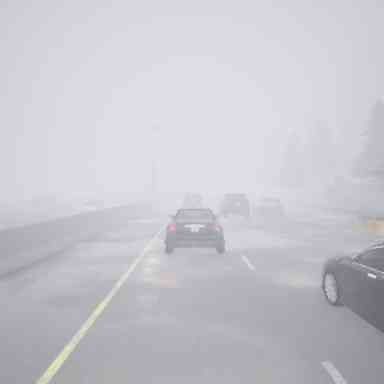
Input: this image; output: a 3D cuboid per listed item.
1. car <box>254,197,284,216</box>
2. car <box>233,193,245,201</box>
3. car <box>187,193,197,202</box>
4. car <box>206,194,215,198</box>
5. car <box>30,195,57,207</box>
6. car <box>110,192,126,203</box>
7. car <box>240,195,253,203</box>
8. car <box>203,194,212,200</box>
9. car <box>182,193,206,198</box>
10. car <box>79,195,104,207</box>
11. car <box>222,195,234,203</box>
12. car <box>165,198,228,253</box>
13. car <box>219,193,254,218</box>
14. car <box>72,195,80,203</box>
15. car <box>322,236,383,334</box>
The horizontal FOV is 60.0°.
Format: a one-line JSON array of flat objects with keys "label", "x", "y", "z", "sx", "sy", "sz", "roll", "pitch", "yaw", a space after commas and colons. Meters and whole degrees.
[{"label": "car", "x": 7.099, "y": 1.242, "z": 31.293, "sx": 2.097, "sy": 1.767, "sz": 4.553, "roll": 0, "pitch": 0, "yaw": 0}, {"label": "car", "x": 10.497, "y": 1.094, "z": 74.674, "sx": 2.128, "sy": 1.511, "sz": 4.902, "roll": 0, "pitch": 0, "yaw": 0}, {"label": "car", "x": -0.003, "y": 1.108, "z": 69.992, "sx": 2.097, "sy": 1.767, "sz": 4.553, "roll": 0, "pitch": 0, "yaw": 0}, {"label": "car", "x": 3.497, "y": 1.319, "z": 64.254, "sx": 2.033, "sy": 1.411, "sz": 5.357, "roll": 0, "pitch": 0, "yaw": 0}, {"label": "car", "x": -21.058, "y": 1.184, "z": 47.282, "sx": 2.097, "sy": 1.767, "sz": 4.553, "roll": 0, "pitch": 0, "yaw": 0}, {"label": "car", "x": -14.008, "y": 0.996, "z": 63.360, "sx": 2.150, "sy": 2.045, "sz": 5.566, "roll": 0, "pitch": 1, "yaw": 0}, {"label": "car", "x": 10.497, "y": 1.294, "z": 64.671, "sx": 1.812, "sy": 1.442, "sz": 4.674, "roll": 0, "pitch": 0, "yaw": 0}, {"label": "car", "x": 3.497, "y": 1.164, "z": 74.704, "sx": 1.895, "sy": 1.301, "sz": 4.718, "roll": 0, "pitch": 0, "yaw": 0}, {"label": "car", "x": 0.098, "y": 1.093, "z": 36.328, "sx": 2.150, "sy": 2.045, "sz": 5.566, "roll": 0, "pitch": 0, "yaw": 0}, {"label": "car", "x": -14.064, "y": 1.395, "z": 47.530, "sx": 1.994, "sy": 1.385, "sz": 4.181, "roll": 0, "pitch": 0, "yaw": 0}, {"label": "car", "x": 6.997, "y": 1.328, "z": 65.055, "sx": 1.994, "sy": 1.385, "sz": 4.181, "roll": 0, "pitch": 0, "yaw": 0}, {"label": "car", "x": 0.099, "y": 1.304, "z": 13.594, "sx": 2.097, "sy": 1.767, "sz": 4.553, "roll": 0, "pitch": 0, "yaw": 0}, {"label": "car", "x": 3.599, "y": 1.119, "z": 28.883, "sx": 2.150, "sy": 2.045, "sz": 5.566, "roll": 0, "pitch": 0, "yaw": 0}, {"label": "car", "x": -21.005, "y": 1.320, "z": 63.056, "sx": 2.033, "sy": 1.411, "sz": 5.357, "roll": 0, "pitch": 0, "yaw": 0}, {"label": "car", "x": 3.601, "y": 1.487, "z": 5.000, "sx": 1.837, "sy": 1.490, "sz": 4.892, "roll": 0, "pitch": 0, "yaw": 0}]
